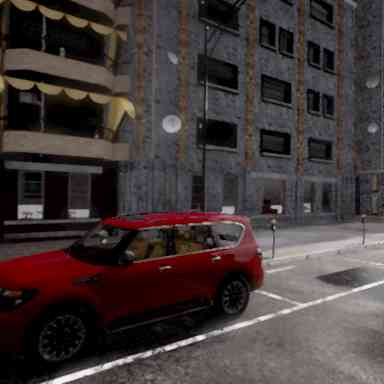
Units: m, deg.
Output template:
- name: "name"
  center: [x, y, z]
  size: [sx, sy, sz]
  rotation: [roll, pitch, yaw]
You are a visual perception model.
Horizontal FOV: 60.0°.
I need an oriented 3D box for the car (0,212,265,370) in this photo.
- name: "car"
  center: [-0.877, 1.339, 5.926]
  size: [5.009, 1.841, 2.192]
  rotation: [1, 0, -36]
